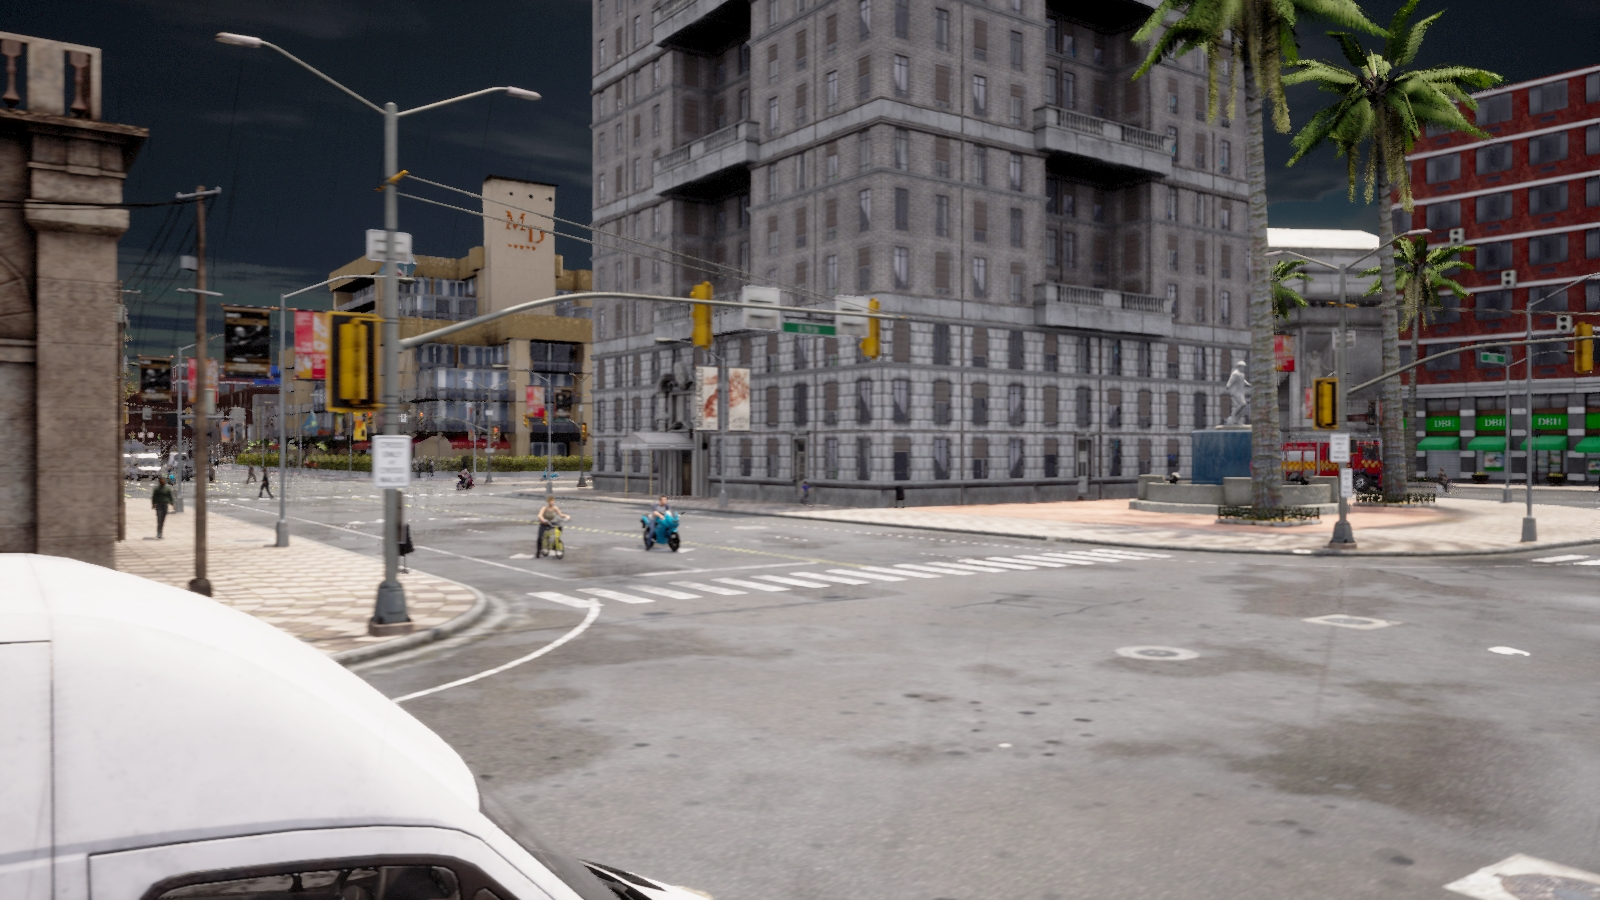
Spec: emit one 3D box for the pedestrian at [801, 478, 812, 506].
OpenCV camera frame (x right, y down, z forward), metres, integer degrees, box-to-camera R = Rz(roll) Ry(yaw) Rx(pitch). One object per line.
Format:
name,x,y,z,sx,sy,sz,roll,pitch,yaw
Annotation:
pedestrian,0.295,1.978,53.929,0.375,1.300,0.375,0,0,-43

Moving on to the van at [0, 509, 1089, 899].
van,-2.172,1.535,2.298,5.915,2.561,1.988,0,0,-36

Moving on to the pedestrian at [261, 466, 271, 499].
pedestrian,-30.585,1.849,65.421,0.375,1.860,0.375,0,0,42

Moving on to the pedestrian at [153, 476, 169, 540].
pedestrian,-18.843,1.696,33.691,0.375,1.860,0.375,0,0,-36
